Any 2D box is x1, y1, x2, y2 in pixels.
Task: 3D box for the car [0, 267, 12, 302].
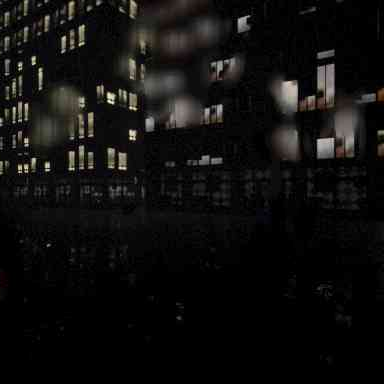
[{"bbox_3d":[-5.559,1.526,6.817,4.829,1.417,1.752,0,0,35],"label":"car"}]
